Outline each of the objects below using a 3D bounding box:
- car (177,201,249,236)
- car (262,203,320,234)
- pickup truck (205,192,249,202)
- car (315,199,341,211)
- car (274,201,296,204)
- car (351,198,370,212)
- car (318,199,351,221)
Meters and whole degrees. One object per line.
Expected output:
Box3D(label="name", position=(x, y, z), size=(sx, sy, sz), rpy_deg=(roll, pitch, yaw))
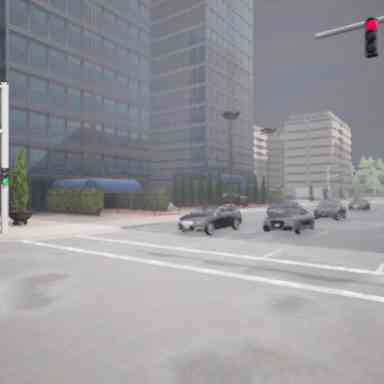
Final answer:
Box3D(label="car", position=(1.112, 1.503, 18.884), size=(2.128, 1.511, 4.902), rpy_deg=(0, 0, 35))
Box3D(label="car", position=(5.651, 1.571, 19.257), size=(1.994, 1.385, 4.181), rpy_deg=(0, 0, 35))
Box3D(label="pickup truck", position=(5.044, 1.085, 47.108), size=(6.274, 2.098, 2.390), rpy_deg=(0, 0, -24))
Box3D(label="car", position=(16.953, 1.575, 41.342), size=(1.994, 1.385, 4.181), rpy_deg=(0, 0, 35))
Box3D(label="car", position=(7.945, 1.503, 28.598), size=(2.128, 1.511, 4.902), rpy_deg=(0, 0, 35))
Box3D(label="car", position=(19.711, 1.499, 39.183), size=(2.128, 1.511, 4.902), rpy_deg=(0, 0, 36))
Box3D(label="car", position=(11.412, 1.511, 27.443), size=(1.837, 1.490, 4.892), rpy_deg=(0, 0, 35))
